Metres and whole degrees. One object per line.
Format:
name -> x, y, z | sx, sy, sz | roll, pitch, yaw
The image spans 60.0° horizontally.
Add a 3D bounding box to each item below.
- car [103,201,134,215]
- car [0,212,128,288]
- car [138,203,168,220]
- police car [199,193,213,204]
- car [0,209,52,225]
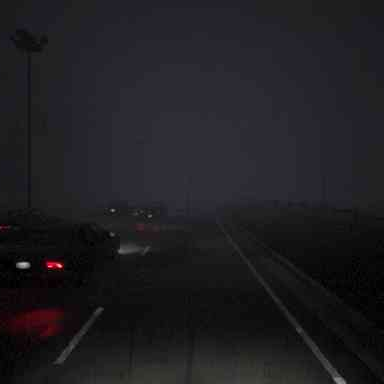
car -> -6.572, 1.502, 29.938 | 1.994, 1.385, 4.181 | 0, 0, 1
car -> -3.413, 1.529, 9.267 | 2.033, 1.411, 5.357 | 0, 0, 0
car -> -3.130, 1.543, 27.711 | 1.895, 1.301, 4.718 | 0, 0, 2
police car -> 2.419, 1.295, 62.649 | 1.930, 1.638, 5.238 | 0, 0, 2
car -> -6.878, 1.462, 13.989 | 2.128, 1.511, 4.902 | 0, 0, 0
